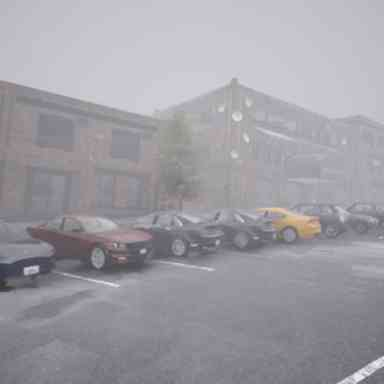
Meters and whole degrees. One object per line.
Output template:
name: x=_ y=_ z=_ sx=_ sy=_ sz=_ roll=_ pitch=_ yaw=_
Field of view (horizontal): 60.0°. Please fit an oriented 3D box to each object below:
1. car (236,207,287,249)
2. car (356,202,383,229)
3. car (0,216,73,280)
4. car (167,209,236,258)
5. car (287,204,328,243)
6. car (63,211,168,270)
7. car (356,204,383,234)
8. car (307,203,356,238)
car: x=1.268 y=1.504 z=14.522 sx=4.892 sy=1.521 sz=2.231 roll=-1 pitch=-1 yaw=34
car: x=10.805 y=1.435 z=21.379 sx=4.553 sy=1.767 sz=2.185 roll=-1 pitch=-1 yaw=34
car: x=-5.837 y=1.504 z=9.339 sx=4.792 sy=1.488 sz=2.163 roll=-1 pitch=-1 yaw=34
car: x=-1.108 y=1.494 z=12.804 sx=4.892 sy=1.521 sz=2.231 roll=-1 pitch=-1 yaw=34
car: x=3.647 y=1.512 z=16.246 sx=5.008 sy=1.535 sz=2.097 roll=-1 pitch=-1 yaw=34
car: x=-3.490 y=1.484 z=11.090 sx=5.008 sy=1.535 sz=2.097 roll=-1 pitch=-1 yaw=34
car: x=8.404 y=1.580 z=19.692 sx=4.674 sy=1.452 sz=2.002 roll=-1 pitch=-1 yaw=34
car: x=6.045 y=1.398 z=17.950 sx=4.553 sy=1.767 sz=2.185 roll=-1 pitch=-1 yaw=34
